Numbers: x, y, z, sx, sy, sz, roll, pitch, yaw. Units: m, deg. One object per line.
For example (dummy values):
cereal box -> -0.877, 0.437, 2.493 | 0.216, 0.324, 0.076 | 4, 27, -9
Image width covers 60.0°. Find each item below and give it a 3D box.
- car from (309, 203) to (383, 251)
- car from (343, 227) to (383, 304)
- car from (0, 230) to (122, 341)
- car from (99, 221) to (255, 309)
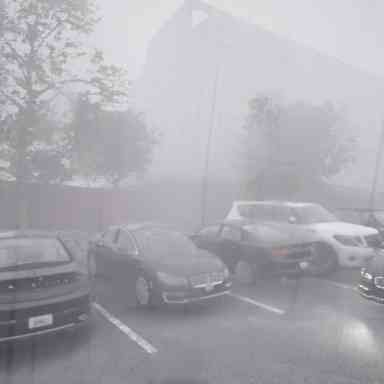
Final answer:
car -> 7.897, 1.527, 14.635 | 2.185, 1.767, 4.553 | 1, 0, -35
car -> 5.628, 1.607, 7.391 | 4.892, 1.490, 1.837 | 1, 0, -35
car -> -3.454, 1.491, 6.495 | 2.231, 1.521, 4.892 | 1, 0, -35
car -> -1.086, 1.525, 8.200 | 2.231, 1.521, 4.892 | 1, 0, -35
